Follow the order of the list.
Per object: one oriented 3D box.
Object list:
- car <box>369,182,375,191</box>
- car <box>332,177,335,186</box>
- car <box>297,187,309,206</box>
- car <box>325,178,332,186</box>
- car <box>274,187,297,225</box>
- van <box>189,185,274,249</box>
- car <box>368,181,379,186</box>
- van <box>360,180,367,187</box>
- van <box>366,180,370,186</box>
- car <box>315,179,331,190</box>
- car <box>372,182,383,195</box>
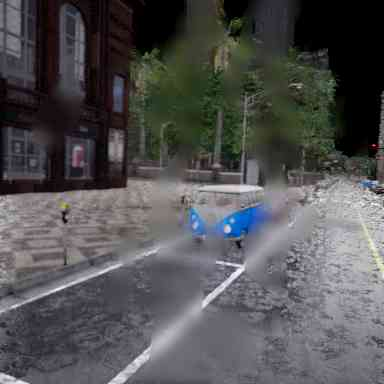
[{"bbox_3d":[29.007,-0.465,51.196,1.947,1.339,4.313,4,4,24],"label":"car"},{"bbox_3d":[30.256,-2.048,74.425,1.967,1.590,4.097,4,4,24],"label":"car"},{"bbox_3d":[8.062,0.259,25.756,1.802,1.307,4.206,4,4,24],"label":"car"},{"bbox_3d":[23.517,-1.385,59.641,1.967,1.590,4.097,4,4,24],"label":"car"},{"bbox_3d":[3.570,0.551,15.880,1.967,1.590,4.097,4,4,24],"label":"car"},{"bbox_3d":[1.326,0.668,10.940,1.690,1.788,3.998,4,4,24],"label":"van"},{"bbox_3d":[31.325,-0.732,56.276,1.752,1.417,4.829,4,4,24],"label":"car"},{"bbox_3d":[42.495,-2.017,80.750,1.690,1.788,3.998,4,4,24],"label":"van"},{"bbox_3d":[33.509,-1.129,61.038,1.690,1.788,3.998,4,4,24],"label":"van"},{"bbox_3d":[21.266,-1.055,54.720,2.008,1.369,4.403,4,4,24],"label":"car"},{"bbox_3d":[26.760,-0.246,46.268,1.947,1.339,4.313,4,4,24],"label":"car"}]
